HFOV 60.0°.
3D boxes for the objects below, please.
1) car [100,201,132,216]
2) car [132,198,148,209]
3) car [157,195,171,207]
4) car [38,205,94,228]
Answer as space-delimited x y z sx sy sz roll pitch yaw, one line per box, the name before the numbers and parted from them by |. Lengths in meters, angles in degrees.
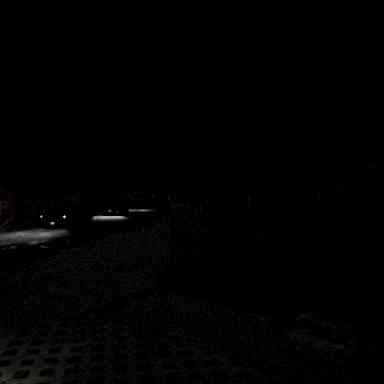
car | -7.617 1.596 33.040 1.994 1.385 4.181 0 0 2
car | -7.368 1.572 46.806 1.882 1.535 5.008 0 0 -1
car | -4.662 1.708 54.578 1.994 1.385 4.181 0 0 -2
car | -8.264 1.585 22.286 1.895 1.301 4.718 0 0 4
